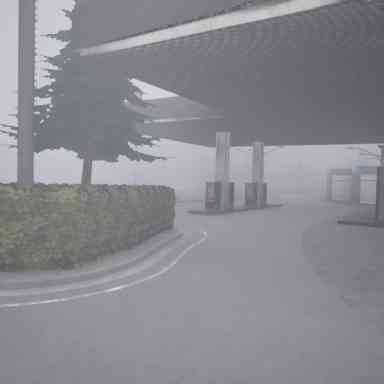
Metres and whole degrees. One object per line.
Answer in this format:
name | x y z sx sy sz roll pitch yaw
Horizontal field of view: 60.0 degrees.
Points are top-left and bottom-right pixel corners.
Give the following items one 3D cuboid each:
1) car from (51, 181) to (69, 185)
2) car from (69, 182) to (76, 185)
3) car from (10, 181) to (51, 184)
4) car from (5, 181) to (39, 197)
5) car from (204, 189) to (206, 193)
car | -26.794 -1.261 65.478 3.866 1.878 1.905 2 2 35
car | -25.456 -1.286 68.090 4.605 1.855 1.932 2 2 35
car | -17.252 -0.183 35.232 3.866 1.878 1.905 2 2 35
car | -21.783 -0.470 42.450 4.605 1.855 1.932 2 2 35
car | 4.868 -0.304 65.621 5.027 1.636 2.152 2 2 35
